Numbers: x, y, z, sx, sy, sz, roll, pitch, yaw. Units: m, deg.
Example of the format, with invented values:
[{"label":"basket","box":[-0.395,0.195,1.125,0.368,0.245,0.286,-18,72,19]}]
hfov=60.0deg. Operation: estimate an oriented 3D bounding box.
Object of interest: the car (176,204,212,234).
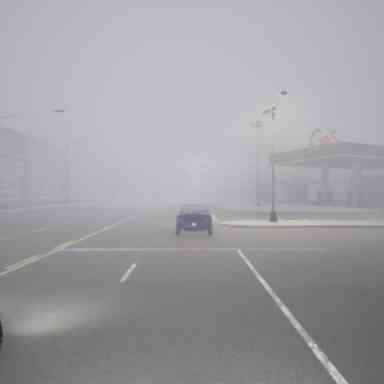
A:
[{"label":"car","box":[0.105,1.432,18.792,1.882,1.535,5.008,0,0,0]}]

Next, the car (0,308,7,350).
[{"label":"car","box":[-3.413,1.519,2.545,1.812,1.442,4.674,0,0,0]}]
